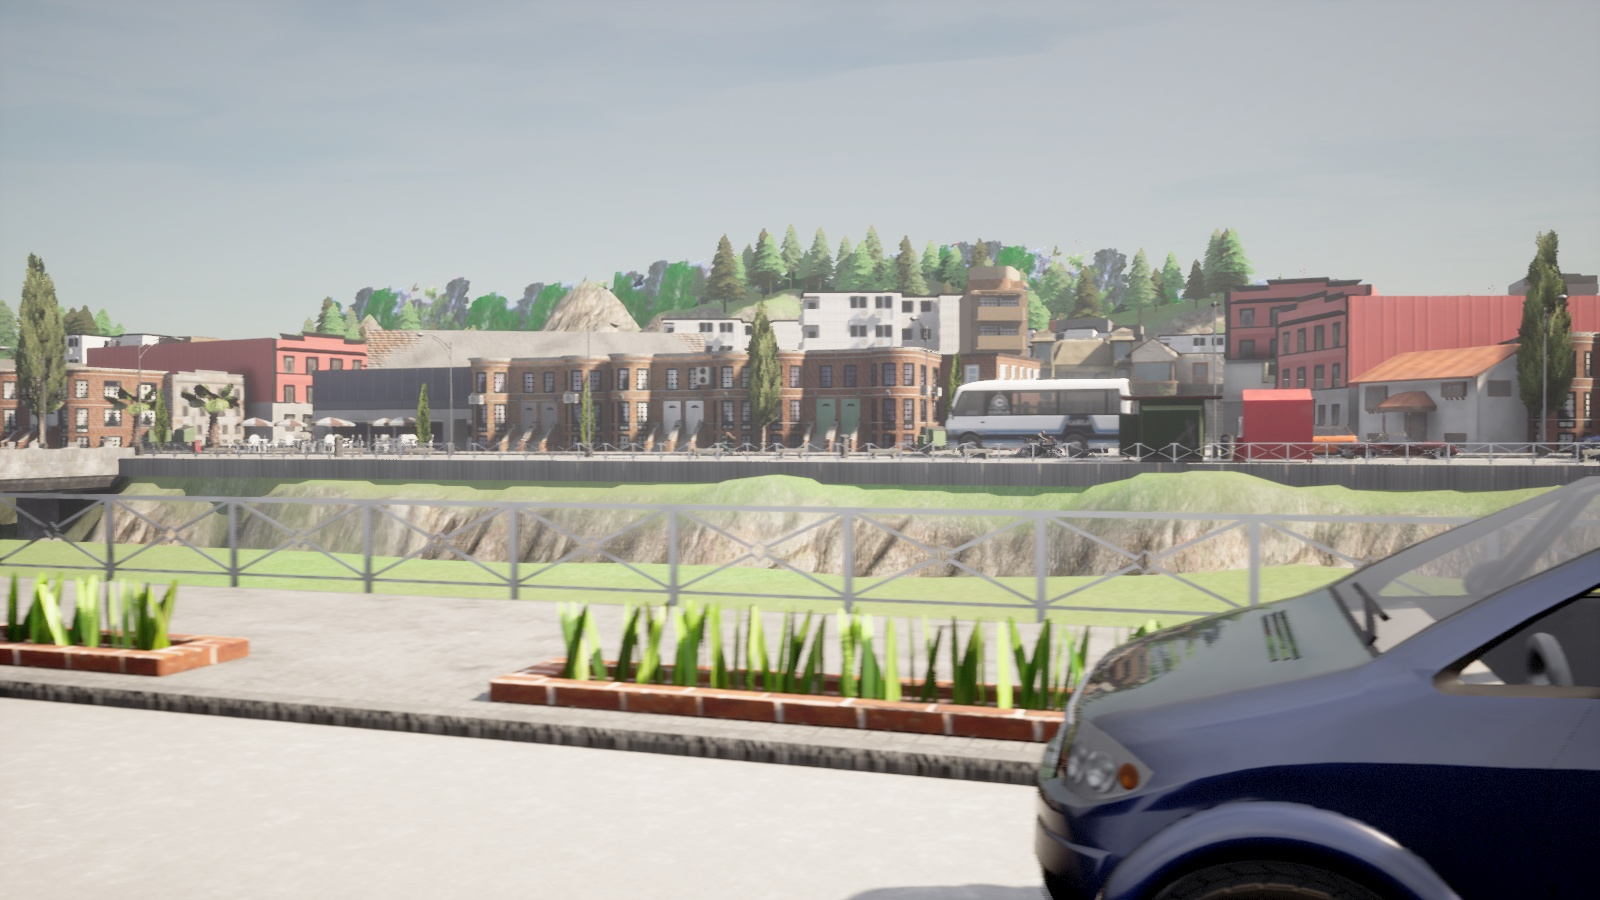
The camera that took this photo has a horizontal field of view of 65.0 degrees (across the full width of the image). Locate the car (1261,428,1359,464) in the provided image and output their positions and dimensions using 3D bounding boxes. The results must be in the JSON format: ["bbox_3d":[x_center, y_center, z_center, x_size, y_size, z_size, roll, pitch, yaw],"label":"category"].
[{"bbox_3d":[26.003,-0.245,64.236,4.553,1.767,2.097,1,1,20],"label":"car"}]

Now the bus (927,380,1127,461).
[{"bbox_3d":[12.438,-1.605,68.825,10.273,4.253,3.944,1,1,19],"label":"bus"}]

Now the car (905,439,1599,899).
[{"bbox_3d":[2.267,0.766,2.958,3.705,1.549,1.789,1,1,19],"label":"car"}]

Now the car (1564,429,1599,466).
[{"bbox_3d":[39.128,-0.122,59.595,4.553,1.767,2.097,0,1,21],"label":"car"}]

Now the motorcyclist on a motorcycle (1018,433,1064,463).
[{"bbox_3d":[12.412,-0.126,64.630,2.191,1.530,0.866,1,1,19],"label":"motorcyclist on a motorcycle"}]

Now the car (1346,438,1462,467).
[{"bbox_3d":[28.415,0.085,59.266,4.718,1.301,1.895,1,1,19],"label":"car"}]
